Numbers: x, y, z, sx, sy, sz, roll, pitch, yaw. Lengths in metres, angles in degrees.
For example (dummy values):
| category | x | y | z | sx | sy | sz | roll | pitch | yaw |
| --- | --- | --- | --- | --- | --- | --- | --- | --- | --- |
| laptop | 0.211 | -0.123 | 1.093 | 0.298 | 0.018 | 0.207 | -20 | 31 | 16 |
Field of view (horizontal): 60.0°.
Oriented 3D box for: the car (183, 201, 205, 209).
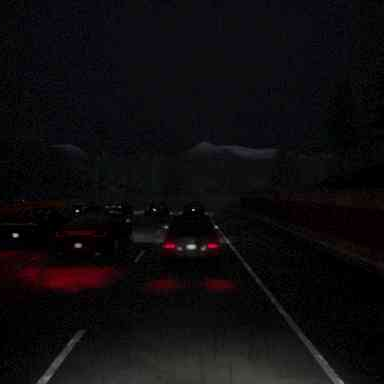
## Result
| category | x | y | z | sx | sy | sz | roll | pitch | yaw |
| --- | --- | --- | --- | --- | --- | --- | --- | --- | --- |
| car | 0.256 | 1.587 | 32.111 | 1.994 | 1.385 | 4.181 | 0 | 0 | 4 |

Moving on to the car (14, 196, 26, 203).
| category | x | y | z | sx | sy | sz | roll | pitch | yaw |
| --- | --- | --- | --- | --- | --- | --- | --- | --- | --- |
| car | -28.230 | 1.402 | 57.142 | 2.097 | 1.767 | 4.553 | 0 | 0 | 12 |

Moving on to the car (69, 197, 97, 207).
| category | x | y | z | sx | sy | sz | roll | pitch | yaw |
| --- | --- | --- | --- | --- | --- | --- | --- | --- | --- |
| car | -17.951 | 1.537 | 55.038 | 2.128 | 1.511 | 4.902 | 0 | 0 | 12 |

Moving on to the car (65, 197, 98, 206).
| category | x | y | z | sx | sy | sz | roll | pitch | yaw |
| --- | --- | --- | --- | --- | --- | --- | --- | --- | --- |
| car | -10.241 | 1.552 | 32.370 | 1.812 | 1.442 | 4.674 | 0 | 0 | 4 |

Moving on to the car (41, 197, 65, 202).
| category | x | y | z | sx | sy | sz | roll | pitch | yaw |
| --- | --- | --- | --- | --- | --- | --- | --- | --- | --- |
| car | -21.728 | 1.646 | 54.046 | 1.895 | 1.301 | 4.718 | 0 | 0 | 11 |

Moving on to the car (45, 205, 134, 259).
| category | x | y | z | sx | sy | sz | roll | pitch | yaw |
| --- | --- | --- | --- | --- | --- | --- | --- | --- | --- |
| car | -3.524 | 1.488 | 12.754 | 1.882 | 1.535 | 5.008 | 0 | 0 | 0 |

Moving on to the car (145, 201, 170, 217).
| category | x | y | z | sx | sy | sz | roll | pitch | yaw |
| --- | --- | --- | --- | --- | --- | --- | --- | --- | --- |
| car | -3.249 | 1.588 | 32.022 | 1.994 | 1.385 | 4.181 | 0 | 0 | 4 |

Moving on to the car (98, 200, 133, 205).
| category | x | y | z | sx | sy | sz | roll | pitch | yaw |
| --- | --- | --- | --- | --- | --- | --- | --- | --- | --- |
| car | -6.794 | 1.517 | 31.440 | 2.128 | 1.511 | 4.902 | 0 | 0 | 3 |

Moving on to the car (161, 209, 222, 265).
| category | x | y | z | sx | sy | sz | roll | pitch | yaw |
| --- | --- | --- | --- | --- | --- | --- | --- | --- | --- |
| car | -0.022 | 1.556 | 11.631 | 2.033 | 1.411 | 5.357 | 0 | 0 | 0 |

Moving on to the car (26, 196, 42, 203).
| category | x | y | z | sx | sy | sz | roll | pitch | yaw |
| --- | --- | --- | --- | --- | --- | --- | --- | --- | --- |
| car | -24.873 | 1.595 | 56.137 | 2.033 | 1.411 | 5.357 | 0 | 0 | 12 |

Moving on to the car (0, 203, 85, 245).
| category | x | y | z | sx | sy | sz | roll | pitch | yaw |
| --- | --- | --- | --- | --- | --- | --- | --- | --- | --- |
| car | -7.032 | 1.506 | 15.702 | 2.128 | 1.511 | 4.902 | 0 | 0 | 0 |
